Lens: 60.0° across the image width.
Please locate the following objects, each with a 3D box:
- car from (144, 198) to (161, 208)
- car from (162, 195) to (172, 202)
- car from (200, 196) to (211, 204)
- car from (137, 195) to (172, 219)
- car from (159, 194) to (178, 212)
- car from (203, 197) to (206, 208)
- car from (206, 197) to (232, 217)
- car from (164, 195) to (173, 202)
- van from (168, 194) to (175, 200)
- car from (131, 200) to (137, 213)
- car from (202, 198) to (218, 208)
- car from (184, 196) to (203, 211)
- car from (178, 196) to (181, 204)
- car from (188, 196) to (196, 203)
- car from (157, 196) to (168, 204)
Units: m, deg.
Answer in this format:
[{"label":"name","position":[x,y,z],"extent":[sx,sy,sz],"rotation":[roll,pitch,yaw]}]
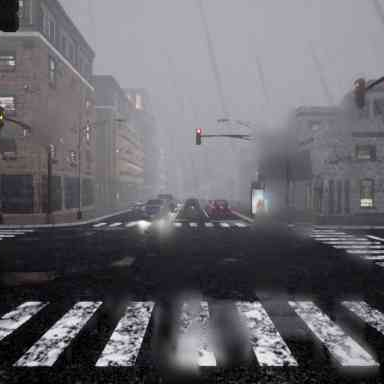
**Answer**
[{"label":"car","position":[-5.764,1.571,48.867],"extent":[2.008,1.369,4.403],"rotation":[0,0,0]},{"label":"car","position":[-5.807,1.497,77.349],"extent":[1.967,1.590,4.097],"rotation":[0,0,0]},{"label":"car","position":[2.592,1.591,65.981],"extent":[2.008,1.369,4.403],"rotation":[-1,0,0]},{"label":"car","position":[-3.139,1.356,28.928],"extent":[2.097,1.767,4.553],"rotation":[0,0,0]},{"label":"car","position":[-3.153,1.234,39.537],"extent":[2.150,2.045,5.566],"rotation":[0,0,-1]},{"label":"car","position":[2.624,1.597,43.194],"extent":[1.802,1.307,4.206],"rotation":[0,0,0]},{"label":"car","position":[2.639,1.446,31.801],"extent":[1.967,1.590,4.097],"rotation":[0,0,0]},{"label":"car","position":[-5.813,1.592,82.876],"extent":[1.752,1.417,4.829],"rotation":[-1,0,0]},{"label":"van","position":[-5.832,1.430,94.440],"extent":[1.690,1.788,3.998],"rotation":[-1,0,0]},{"label":"car","position":[-5.748,1.561,37.473],"extent":[2.008,1.369,4.403],"rotation":[0,0,0]},{"label":"car","position":[2.616,1.571,48.892],"extent":[2.008,1.369,4.403],"rotation":[0,0,0]},{"label":"car","position":[0.040,1.518,40.857],"extent":[1.837,1.490,4.892],"rotation":[0,0,0]},{"label":"car","position":[-3.158,1.585,49.613],"extent":[1.994,1.385,4.181],"rotation":[0,0,0]},{"label":"car","position":[-0.020,1.572,70.761],"extent":[1.812,1.442,4.674],"rotation":[0,0,0]},{"label":"car","position":[-5.789,1.565,65.787],"extent":[1.752,1.417,4.829],"rotation":[0,0,0]}]
